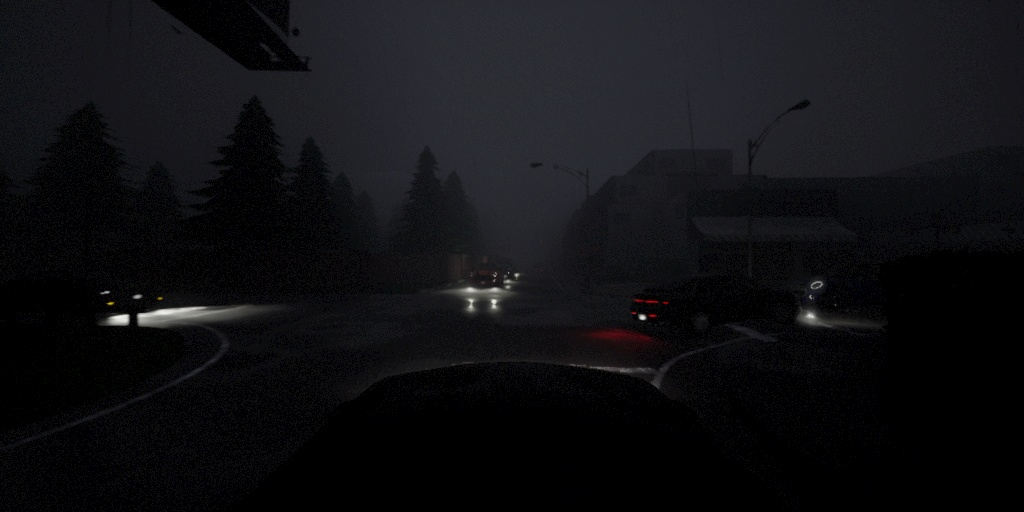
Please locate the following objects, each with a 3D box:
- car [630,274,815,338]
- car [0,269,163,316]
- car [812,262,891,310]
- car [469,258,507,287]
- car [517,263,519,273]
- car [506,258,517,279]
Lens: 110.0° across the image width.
[{"bbox_3d":[5.837,1.262,10.351,4.892,1.490,1.837,-3,-3,-16],"label":"car"},{"bbox_3d":[-14.145,1.128,11.792,4.181,1.385,1.994,0,0,4],"label":"car"},{"bbox_3d":[13.141,1.088,13.903,4.553,1.767,2.097,0,0,3],"label":"car"},{"bbox_3d":[-1.827,1.269,26.730,2.097,1.767,4.553,0,0,4],"label":"car"},{"bbox_3d":[-0.002,1.574,50.558,1.882,1.535,5.008,0,-1,5],"label":"car"},{"bbox_3d":[-1.031,1.219,37.381,2.150,2.045,5.566,0,0,4],"label":"car"}]
